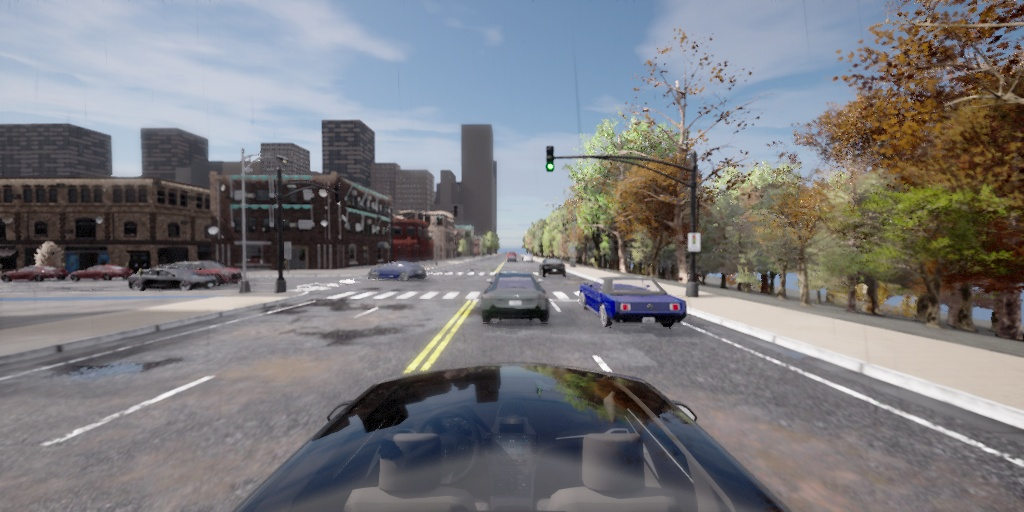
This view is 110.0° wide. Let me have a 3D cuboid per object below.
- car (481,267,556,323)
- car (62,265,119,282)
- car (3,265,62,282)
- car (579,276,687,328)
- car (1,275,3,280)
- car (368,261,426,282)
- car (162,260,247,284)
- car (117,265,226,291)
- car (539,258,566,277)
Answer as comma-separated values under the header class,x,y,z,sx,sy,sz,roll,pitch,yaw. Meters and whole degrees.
class,x,y,z,sx,sy,sz,roll,pitch,yaw
car,0.097,1.213,11.648,1.994,1.385,4.181,0,0,0
car,-33.823,1.376,29.688,4.207,1.307,1.802,0,0,0
car,-39.357,1.438,29.695,4.207,1.307,1.802,0,0,0
car,3.348,1.258,10.982,1.895,1.301,4.718,0,1,0
car,-33.829,1.401,21.309,4.097,1.591,1.967,0,0,0
car,-8.318,1.075,25.982,4.181,1.385,1.994,0,1,23
car,-20.361,1.108,23.868,4.553,1.767,2.097,-1,1,0
car,-19.952,1.371,21.172,4.313,1.339,1.948,0,0,0
car,3.342,0.939,30.276,1.882,1.535,5.008,0,1,0
